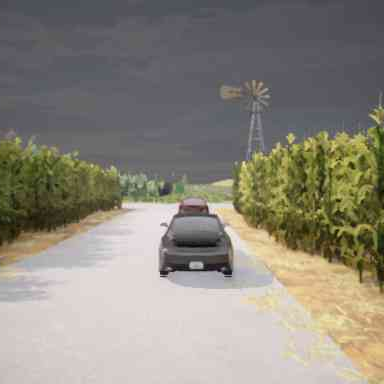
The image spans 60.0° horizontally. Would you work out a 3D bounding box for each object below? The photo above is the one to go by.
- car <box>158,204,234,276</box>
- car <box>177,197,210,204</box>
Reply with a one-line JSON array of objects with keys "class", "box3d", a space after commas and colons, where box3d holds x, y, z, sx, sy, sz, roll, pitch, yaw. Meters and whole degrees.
[{"class": "car", "box3d": [0.100, 1.329, 9.758, 1.837, 1.490, 4.892, 0, 1, 0]}, {"class": "car", "box3d": [0.099, 1.050, 20.952, 1.882, 1.535, 5.008, 0, 1, 0]}]
